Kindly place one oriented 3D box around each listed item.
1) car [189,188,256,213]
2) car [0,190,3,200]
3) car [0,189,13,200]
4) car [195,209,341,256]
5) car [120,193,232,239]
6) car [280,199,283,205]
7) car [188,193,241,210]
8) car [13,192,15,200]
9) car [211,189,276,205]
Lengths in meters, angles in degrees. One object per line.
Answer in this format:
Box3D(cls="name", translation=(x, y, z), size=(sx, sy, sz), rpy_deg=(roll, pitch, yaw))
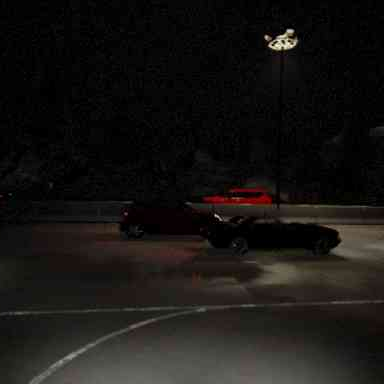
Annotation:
Box3D(cls="car", translation=(2.659, 0.729, 29.685), size=(5.566, 2.045, 2.150), rpy_deg=(1, 1, -9))
Box3D(cls="car", translation=(-16.578, 0.695, 23.076), size=(5.357, 1.411, 2.033), rpy_deg=(1, 1, -9))
Box3D(cls="car", translation=(-19.201, 0.462, 29.745), size=(4.892, 1.490, 1.837), rpy_deg=(2, 1, -9))
Box3D(cls="car", translation=(2.704, 1.449, 11.781), size=(4.718, 1.301, 1.895), rpy_deg=(1, 1, -9))
Box3D(cls="car", translation=(-0.854, 1.053, 14.750), size=(4.553, 1.767, 2.097), rpy_deg=(1, 1, -9))
Box3D(cls="car", translation=(7.487, 1.028, 37.549), size=(5.357, 1.411, 2.033), rpy_deg=(1, 1, -9))
Box3D(cls="car", translation=(2.207, 0.935, 33.163), size=(4.892, 1.490, 1.837), rpy_deg=(1, 1, -9))
Box3D(cls="car", translation=(-20.370, 0.354, 33.101), size=(4.902, 1.511, 2.128), rpy_deg=(1, 1, -9))
Box3D(cls="car", translation=(3.487, 0.815, 26.273), size=(5.566, 2.045, 2.150), rpy_deg=(1, 1, -9))
